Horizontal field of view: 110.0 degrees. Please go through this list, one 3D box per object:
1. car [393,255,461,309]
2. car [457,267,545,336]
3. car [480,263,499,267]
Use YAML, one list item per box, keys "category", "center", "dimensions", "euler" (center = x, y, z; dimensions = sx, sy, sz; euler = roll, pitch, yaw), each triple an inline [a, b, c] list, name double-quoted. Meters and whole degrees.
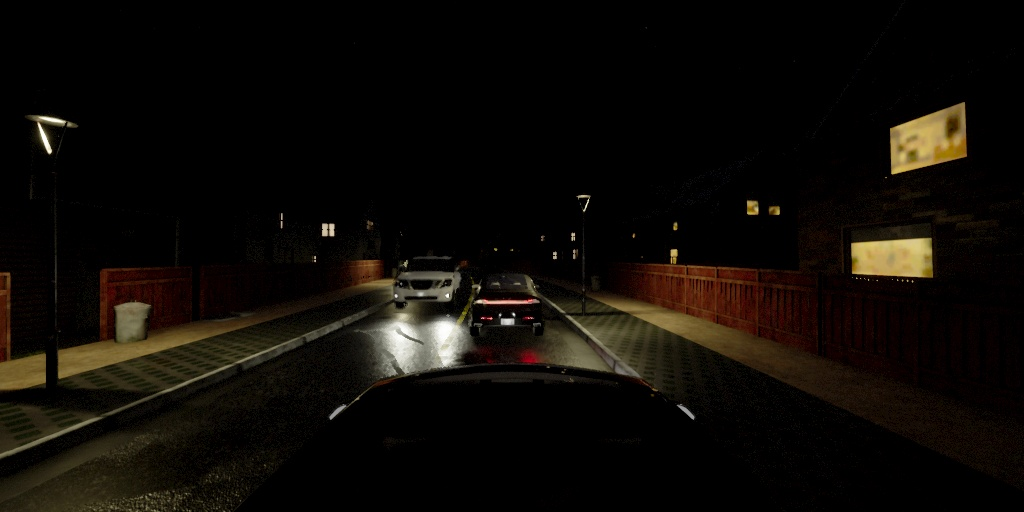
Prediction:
- category: "car"
  center: [-3.370, 0.983, 15.309]
  dimensions: [2.150, 2.045, 5.566]
  euler: [0, 0, -4]
- category: "car"
  center: [-0.173, 1.249, 10.382]
  dimensions: [2.128, 1.511, 4.902]
  euler: [0, 0, -2]
- category: "car"
  center: [-1.952, 1.327, 30.565]
  dimensions: [1.837, 1.490, 4.892]
  euler: [0, 0, -7]
